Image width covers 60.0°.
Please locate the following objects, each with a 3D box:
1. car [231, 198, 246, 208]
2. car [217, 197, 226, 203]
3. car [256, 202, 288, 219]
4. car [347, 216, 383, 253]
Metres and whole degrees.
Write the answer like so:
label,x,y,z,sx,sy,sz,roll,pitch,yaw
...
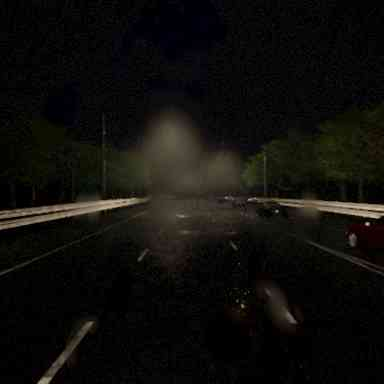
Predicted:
label,x,y,z,sx,sy,sz,roll,pitch,yaw
car,7.029,1.614,50.717,2.033,1.411,5.357,0,0,0
car,7.166,1.891,81.098,1.994,1.385,4.181,0,-1,0
car,7.020,1.585,29.523,1.994,1.385,4.181,0,0,0
car,7.358,1.492,11.512,1.882,1.535,5.008,0,0,-4
